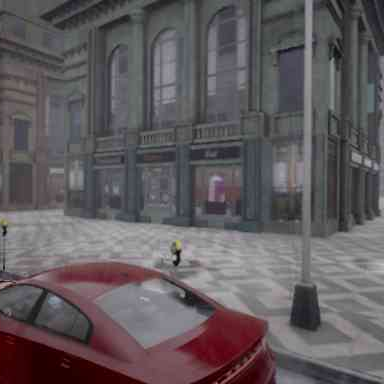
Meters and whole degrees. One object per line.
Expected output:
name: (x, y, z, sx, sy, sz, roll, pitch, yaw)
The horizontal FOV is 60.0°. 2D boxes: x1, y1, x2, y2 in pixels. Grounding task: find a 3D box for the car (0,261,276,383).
car: (-1.318, 1.519, 3.899, 4.507, 1.381, 1.887, 1, 1, 35)
